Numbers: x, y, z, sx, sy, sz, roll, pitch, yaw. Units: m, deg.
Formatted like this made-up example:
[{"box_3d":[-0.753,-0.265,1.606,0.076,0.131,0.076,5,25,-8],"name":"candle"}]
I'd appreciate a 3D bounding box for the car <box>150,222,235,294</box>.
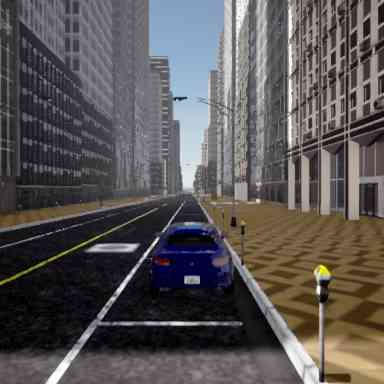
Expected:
[{"box_3d":[0.003,1.514,8.651,1.812,1.442,4.674,0,0,0],"name":"car"}]
